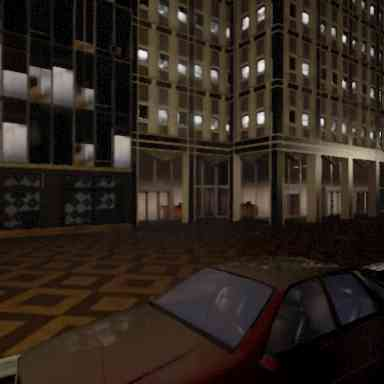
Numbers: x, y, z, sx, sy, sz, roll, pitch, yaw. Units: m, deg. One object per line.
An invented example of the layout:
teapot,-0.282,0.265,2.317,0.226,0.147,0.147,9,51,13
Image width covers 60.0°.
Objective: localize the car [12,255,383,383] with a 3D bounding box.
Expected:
car,0.899,1.548,3.928,5.357,1.411,2.033,0,0,-35
